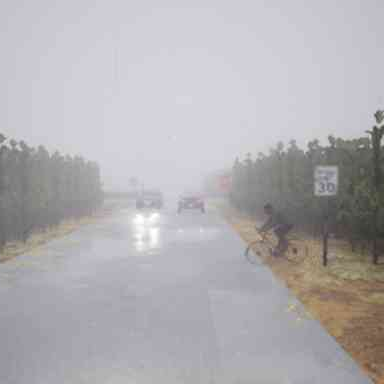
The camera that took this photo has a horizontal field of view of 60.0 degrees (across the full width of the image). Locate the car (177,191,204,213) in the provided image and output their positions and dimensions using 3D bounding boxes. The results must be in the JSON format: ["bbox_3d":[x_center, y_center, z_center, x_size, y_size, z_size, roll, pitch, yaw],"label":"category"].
[{"bbox_3d":[-0.075,0.655,24.184,1.812,1.442,4.674,0,2,0],"label":"car"}]

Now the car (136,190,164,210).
[{"bbox_3d":[-3.294,0.576,26.733,2.128,1.511,4.902,0,2,0],"label":"car"}]

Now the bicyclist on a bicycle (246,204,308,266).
[{"bbox_3d":[2.211,1.129,8.780,1.656,1.620,0.582,-4,2,0],"label":"bicyclist on a bicycle"}]
